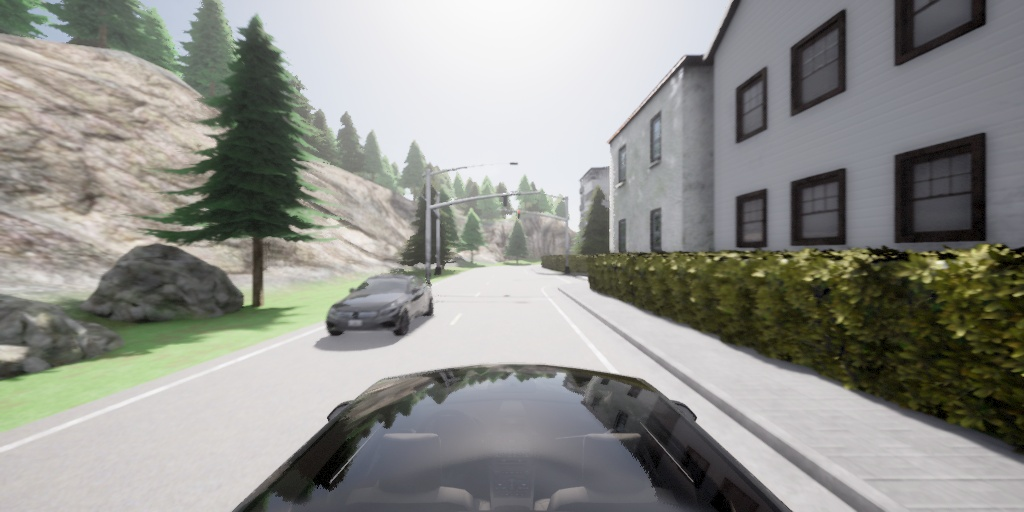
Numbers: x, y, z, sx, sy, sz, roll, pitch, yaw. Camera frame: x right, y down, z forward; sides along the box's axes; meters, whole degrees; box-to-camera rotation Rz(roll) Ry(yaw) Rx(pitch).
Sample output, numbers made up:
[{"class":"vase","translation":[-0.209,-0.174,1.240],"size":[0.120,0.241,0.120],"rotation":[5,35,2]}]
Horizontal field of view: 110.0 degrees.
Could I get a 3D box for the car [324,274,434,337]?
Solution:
[{"class":"car","translation":[-3.535,1.268,10.461],"size":[1.812,1.442,4.674],"rotation":[0,0,1]}]
